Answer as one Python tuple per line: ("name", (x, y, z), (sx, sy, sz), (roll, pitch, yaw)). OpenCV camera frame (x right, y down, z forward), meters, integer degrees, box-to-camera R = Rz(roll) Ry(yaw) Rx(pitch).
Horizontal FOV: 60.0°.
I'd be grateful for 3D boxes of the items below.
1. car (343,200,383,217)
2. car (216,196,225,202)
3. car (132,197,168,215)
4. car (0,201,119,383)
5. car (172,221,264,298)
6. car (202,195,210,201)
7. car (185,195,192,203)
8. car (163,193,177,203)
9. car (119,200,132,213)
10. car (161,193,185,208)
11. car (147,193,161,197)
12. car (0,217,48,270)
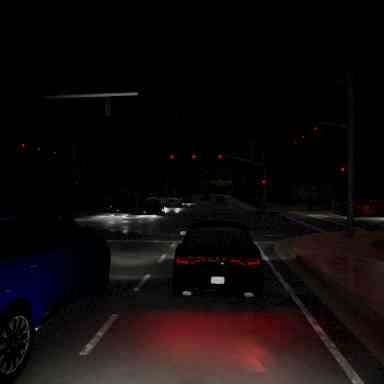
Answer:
("car", (16.775, 1.478, 30.962), (5.008, 1.535, 1.882), (0, 0, 5))
("car", (6.736, 1.553, 78.802), (1.994, 1.385, 4.181), (0, 0, 5))
("car", (-4.172, 1.548, 33.886), (2.033, 1.411, 5.357), (0, 0, 6))
("car", (-3.069, 1.221, 5.509), (2.150, 2.045, 5.566), (0, 0, 3))
("car", (0.654, 1.478, 8.615), (1.882, 1.535, 5.008), (0, 0, 4))
("car", (3.340, 1.524, 80.203), (1.812, 1.442, 4.674), (0, 0, 5))
("car", (-1.218, 1.352, 67.660), (2.097, 1.767, 4.553), (0, 0, 5))
("car", (-4.521, 1.225, 70.069), (2.150, 2.045, 5.566), (0, 0, 5))
("car", (-7.430, 1.601, 36.436), (1.895, 1.301, 4.718), (0, 0, 5))
("car", (-2.792, 1.221, 49.666), (2.150, 2.045, 5.566), (0, 0, 5))
("car", (-5.913, 1.219, 54.306), (2.150, 2.045, 5.566), (0, 0, 5))
("car", (-6.456, 1.601, 10.038), (1.895, 1.301, 4.718), (0, 0, 4))
